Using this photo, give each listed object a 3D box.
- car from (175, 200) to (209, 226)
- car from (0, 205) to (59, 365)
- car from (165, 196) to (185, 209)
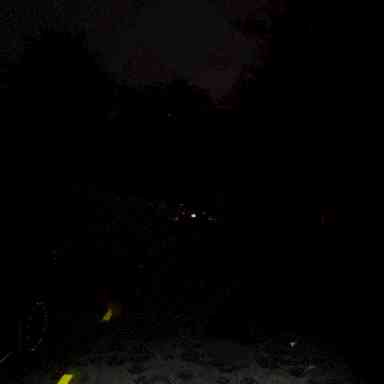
[{"bbox_3d":[0.097,1.464,22.798,1.994,1.385,4.181,0,0,0],"label":"car"},{"bbox_3d":[-3.099,1.206,2.869,2.150,2.045,5.566,0,0,0],"label":"car"},{"bbox_3d":[-2.070,1.272,42.814,1.837,1.490,4.892,2,1,-21],"label":"car"}]
